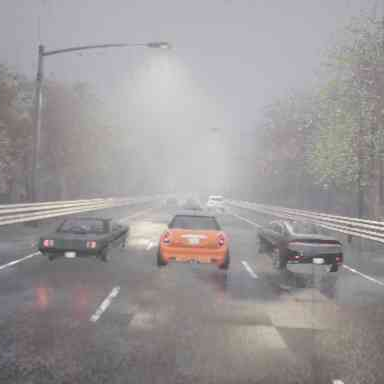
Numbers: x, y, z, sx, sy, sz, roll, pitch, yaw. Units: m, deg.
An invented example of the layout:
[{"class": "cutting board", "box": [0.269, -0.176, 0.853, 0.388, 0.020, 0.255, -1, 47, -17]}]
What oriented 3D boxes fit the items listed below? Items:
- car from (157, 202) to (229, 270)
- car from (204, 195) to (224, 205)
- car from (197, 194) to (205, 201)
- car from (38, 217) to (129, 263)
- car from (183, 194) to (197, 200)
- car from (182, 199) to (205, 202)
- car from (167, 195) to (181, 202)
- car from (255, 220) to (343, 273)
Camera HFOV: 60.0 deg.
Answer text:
[{"class": "car", "box": [0.045, 1.427, 11.616, 2.097, 1.767, 4.553, 3, 0, 0]}, {"class": "car", "box": [3.320, 1.651, 46.844, 2.150, 2.045, 5.566, 3, 0, 0]}, {"class": "car", "box": [3.071, 1.831, 85.140, 2.150, 2.045, 5.566, 3, 0, 0]}, {"class": "car", "box": [-3.465, 1.515, 11.689, 1.895, 1.301, 4.718, 3, 0, 0]}, {"class": "car", "box": [-0.372, 1.878, 75.023, 1.882, 1.535, 5.008, 3, 0, 0]}, {"class": "car", "box": [-0.074, 1.677, 28.777, 1.837, 1.490, 4.892, 3, 0, 0]}, {"class": "car", "box": [-3.809, 1.758, 64.961, 1.994, 1.385, 4.181, 3, 0, 0]}, {"class": "car", "box": [3.535, 1.729, 11.739, 2.128, 1.511, 4.902, 3, 0, 0]}]
